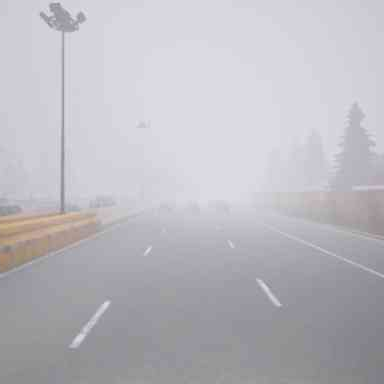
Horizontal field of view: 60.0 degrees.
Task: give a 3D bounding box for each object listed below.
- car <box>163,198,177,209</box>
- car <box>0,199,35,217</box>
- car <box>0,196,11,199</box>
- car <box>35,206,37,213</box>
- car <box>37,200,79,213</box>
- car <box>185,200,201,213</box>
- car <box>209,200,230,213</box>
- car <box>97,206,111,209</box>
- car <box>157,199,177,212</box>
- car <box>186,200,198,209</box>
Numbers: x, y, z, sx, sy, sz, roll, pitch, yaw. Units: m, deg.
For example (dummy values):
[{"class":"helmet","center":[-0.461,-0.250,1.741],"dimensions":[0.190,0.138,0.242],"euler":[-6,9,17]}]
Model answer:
[{"class":"car","center":[-3.499,1.822,53.916],"dimensions":[1.882,1.535,5.008],"euler":[0,0,1]},{"class":"car","center":[-10.598,1.465,17.592],"dimensions":[2.097,1.767,4.553],"euler":[0,0,0]},{"class":"car","center":[-17.582,1.405,28.652],"dimensions":[2.150,2.045,5.566],"euler":[0,0,0]},{"class":"car","center":[-17.537,1.767,40.964],"dimensions":[1.837,1.490,4.892],"euler":[0,-1,0]},{"class":"car","center":[-10.590,1.654,27.598],"dimensions":[1.882,1.535,5.008],"euler":[0,0,0]},{"class":"car","center":[0.098,1.810,41.045],"dimensions":[2.033,1.411,5.357],"euler":[0,0,0]},{"class":"car","center":[3.601,1.809,41.026],"dimensions":[2.033,1.411,5.357],"euler":[0,0,0]},{"class":"car","center":[-10.537,1.478,39.795],"dimensions":[2.150,2.045,5.566],"euler":[0,-1,0]},{"class":"car","center":[-3.409,1.880,43.647],"dimensions":[1.895,1.301,4.718],"euler":[0,0,0]},{"class":"car","center":[0.000,1.930,51.520],"dimensions":[1.895,1.301,4.718],"euler":[0,0,0]}]
